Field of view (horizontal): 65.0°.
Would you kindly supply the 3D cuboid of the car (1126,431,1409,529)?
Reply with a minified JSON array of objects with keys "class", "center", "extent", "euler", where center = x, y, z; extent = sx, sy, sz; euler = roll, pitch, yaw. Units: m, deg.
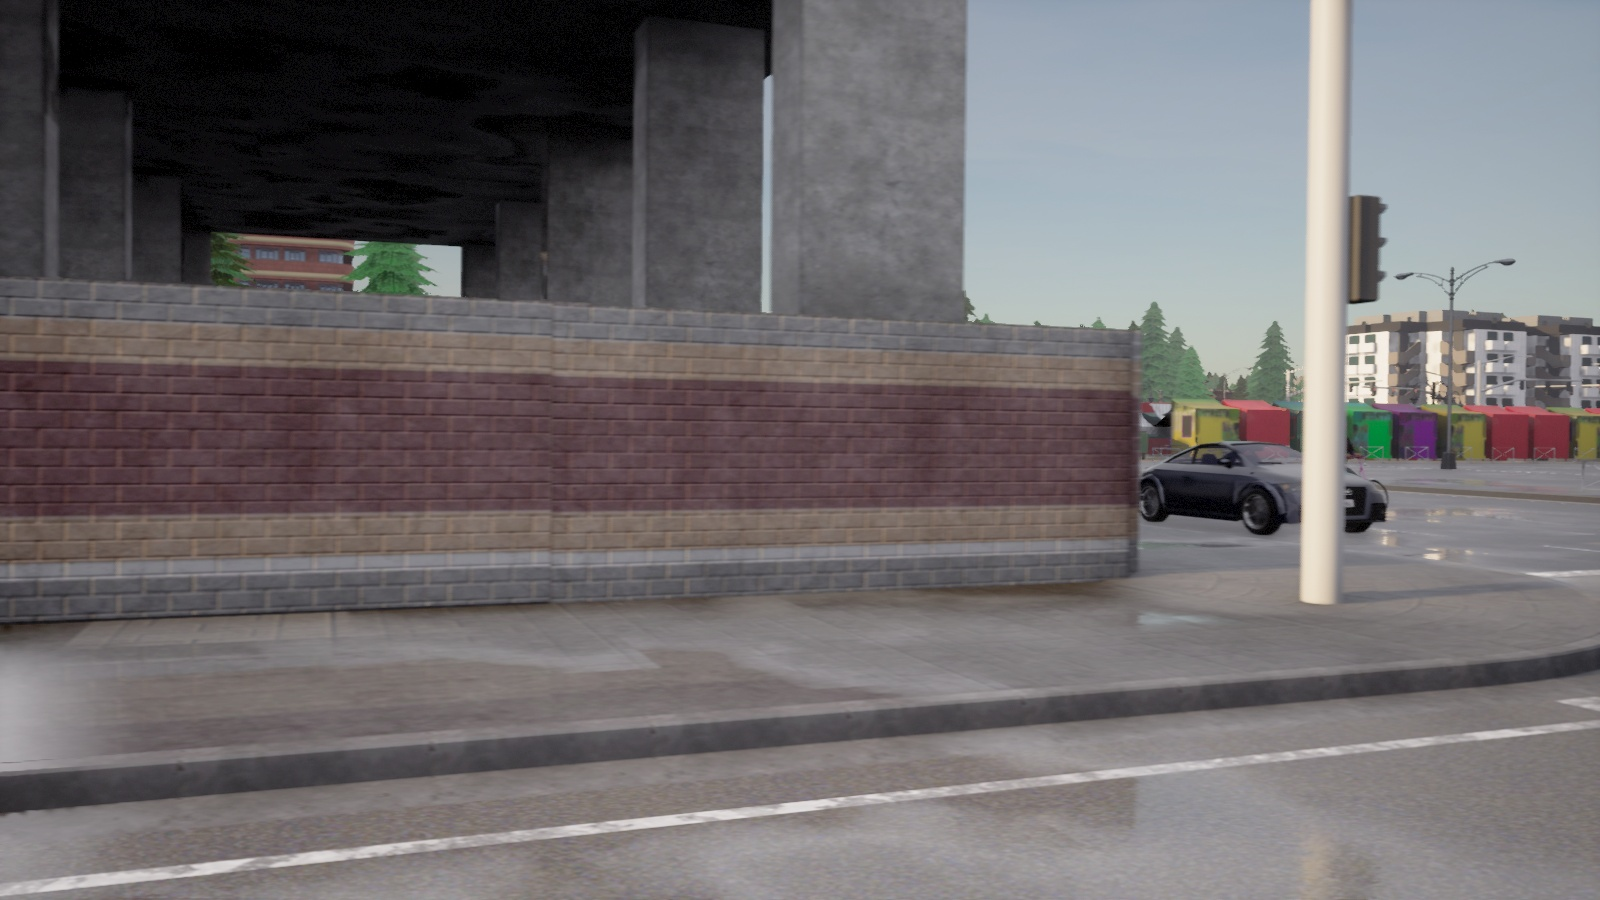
[{"class":"car","center":[7.336,0.399,20.184],"extent":[1.994,1.385,4.181],"euler":[-1,1,-21]}]

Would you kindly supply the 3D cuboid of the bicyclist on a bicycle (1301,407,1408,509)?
[{"class":"bicyclist on a bicycle","center":[10.059,0.132,22.846],"extent":[0.659,1.776,1.843],"euler":[-1,1,-21]}]
